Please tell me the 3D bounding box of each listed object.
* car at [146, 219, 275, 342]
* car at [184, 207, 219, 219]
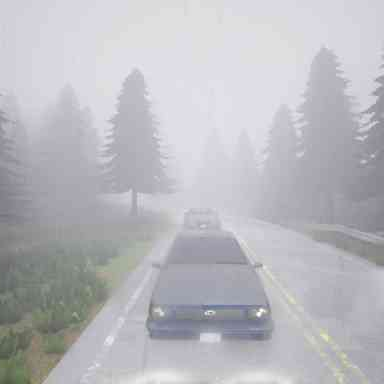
[{"bbox_3d":[0.302,1.558,7.101,2.033,1.411,5.357,0,0,1],"label":"car"},{"bbox_3d":[0.519,1.584,19.248,1.994,1.385,4.181,0,0,-2],"label":"car"}]
